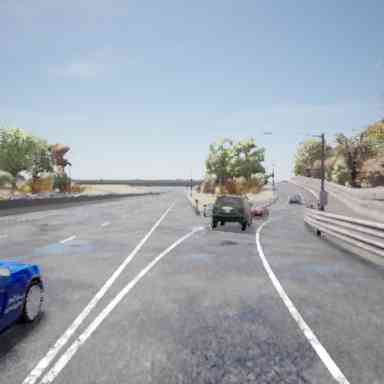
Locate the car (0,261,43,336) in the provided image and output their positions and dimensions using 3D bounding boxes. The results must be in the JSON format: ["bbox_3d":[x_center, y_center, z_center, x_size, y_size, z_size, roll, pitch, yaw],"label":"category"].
[{"bbox_3d":[-3.560,1.451,4.007,1.882,1.535,5.008,0,0,-1],"label":"car"}]

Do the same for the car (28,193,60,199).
[{"bbox_3d":[-22.347,1.265,50.501,1.882,1.535,5.008,0,0,-1],"label":"car"}]

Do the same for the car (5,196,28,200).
[{"bbox_3d":[-25.840,1.334,50.298,1.994,1.385,4.181,0,0,-1],"label":"car"}]

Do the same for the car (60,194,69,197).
[{"bbox_3d":[-26.198,1.104,66.317,2.097,1.767,4.553,0,0,-1],"label":"car"}]

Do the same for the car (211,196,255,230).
[{"bbox_3d":[2.755,1.319,22.202,2.150,2.045,5.566,1,-2,14],"label":"car"}]

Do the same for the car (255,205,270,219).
[{"bbox_3d":[6.801,2.033,34.500,1.895,1.301,4.718,1,-1,23],"label":"car"}]

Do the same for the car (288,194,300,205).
[{"bbox_3d":[21.060,1.633,68.562,2.097,1.767,4.553,1,3,19],"label":"car"}]

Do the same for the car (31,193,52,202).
[{"bbox_3d":[-29.681,1.087,65.608,2.097,1.767,4.553,0,0,-1],"label":"car"}]

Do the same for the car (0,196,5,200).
[{"bbox_3d":[-29.323,1.232,49.339,1.882,1.535,5.008,0,0,-1],"label":"car"}]

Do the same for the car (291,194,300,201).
[{"bbox_3d":[24.347,1.225,78.188,1.994,1.385,4.181,0,4,17],"label":"car"}]
